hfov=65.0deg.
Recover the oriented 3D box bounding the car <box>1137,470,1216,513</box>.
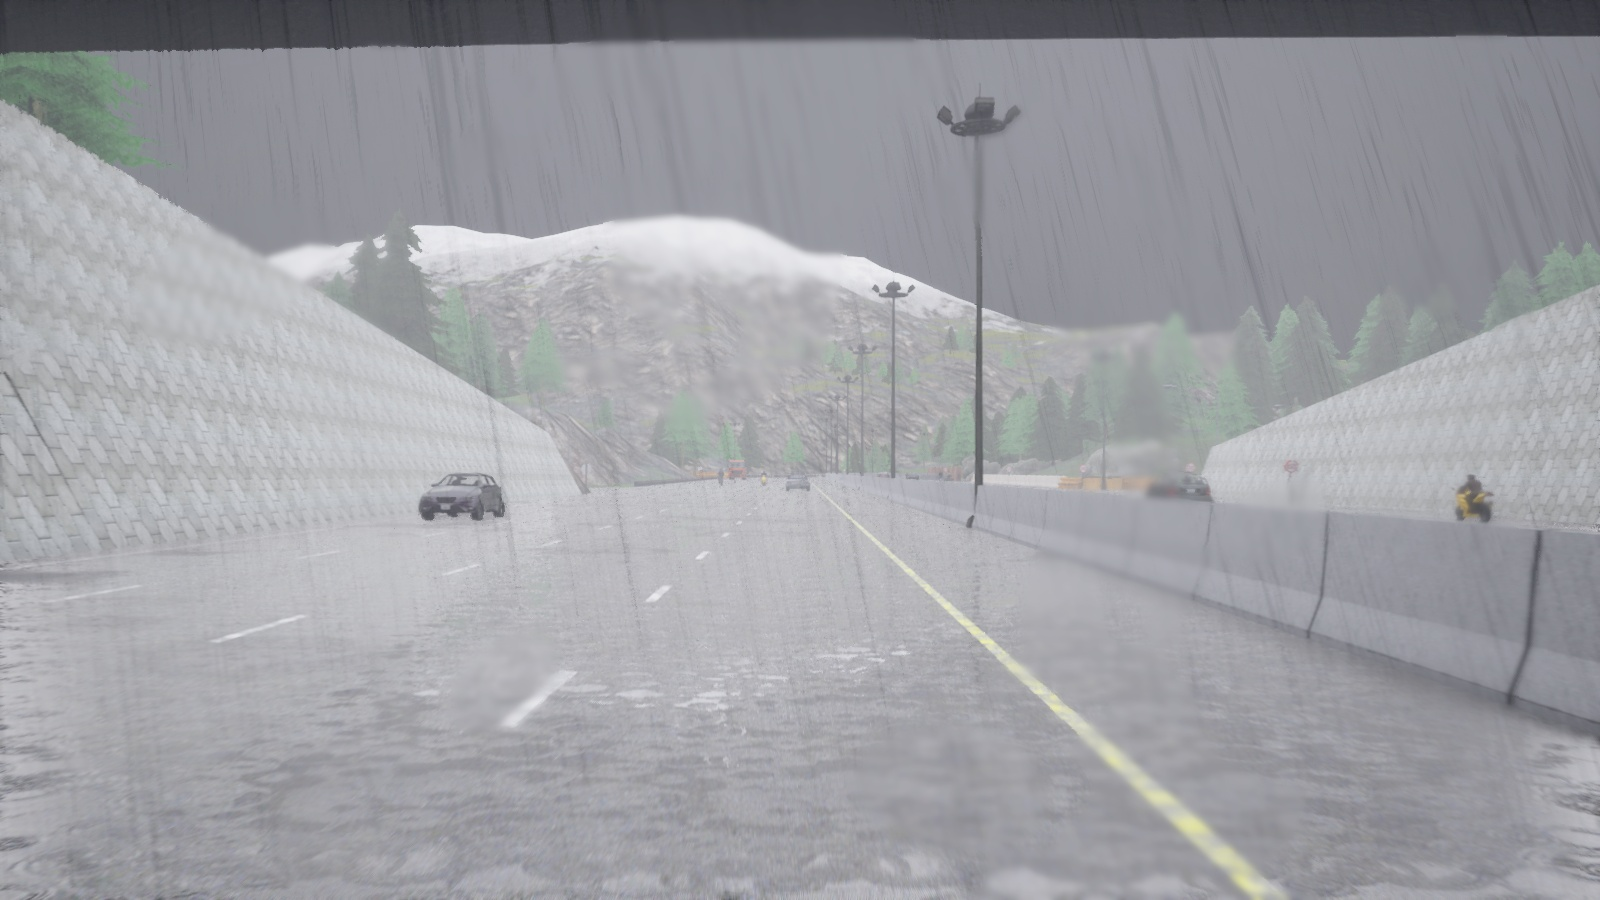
[{"bbox_3d":[13.929,1.516,46.618,1.789,1.549,3.705,0,-1,0],"label":"car"}]

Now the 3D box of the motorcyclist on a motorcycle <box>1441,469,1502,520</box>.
[{"bbox_3d":[20.940,1.370,39.220,0.797,1.523,2.044,0,-1,0],"label":"motorcyclist on a motorcycle"}]

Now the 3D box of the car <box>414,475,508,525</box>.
[{"bbox_3d":[-10.560,1.529,39.370,1.816,1.474,4.193,0,-1,0],"label":"car"}]

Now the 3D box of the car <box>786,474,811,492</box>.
[{"bbox_3d":[-0.142,2.560,98.225,1.895,1.301,4.718,0,-1,0],"label":"car"}]
